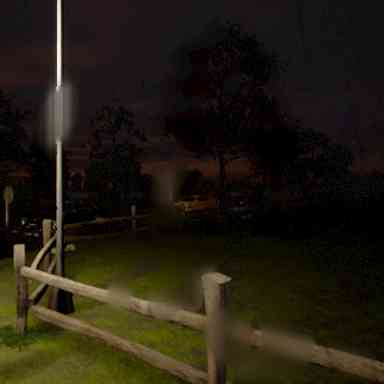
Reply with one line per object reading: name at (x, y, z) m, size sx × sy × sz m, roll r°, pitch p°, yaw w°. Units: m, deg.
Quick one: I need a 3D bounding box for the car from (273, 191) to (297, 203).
car at (12.662, 0.689, 45.113) m, size 1.882 × 1.535 × 5.008 m, roll 0°, pitch 1°, yaw 37°

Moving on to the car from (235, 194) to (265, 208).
car at (6.435, 0.951, 36.780) m, size 1.994 × 1.385 × 4.181 m, roll 0°, pitch 1°, yaw 38°

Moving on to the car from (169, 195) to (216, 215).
car at (0.096, 1.046, 28.272) m, size 1.882 × 1.535 × 5.008 m, roll 0°, pitch 1°, yaw 37°

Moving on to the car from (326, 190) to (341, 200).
car at (23.451, 0.490, 54.787) m, size 1.837 × 1.490 × 4.892 m, roll 0°, pitch 1°, yaw 36°

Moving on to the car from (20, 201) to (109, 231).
car at (-7.071, 1.280, 18.833) m, size 1.837 × 1.490 × 4.892 m, roll 0°, pitch 1°, yaw 40°
